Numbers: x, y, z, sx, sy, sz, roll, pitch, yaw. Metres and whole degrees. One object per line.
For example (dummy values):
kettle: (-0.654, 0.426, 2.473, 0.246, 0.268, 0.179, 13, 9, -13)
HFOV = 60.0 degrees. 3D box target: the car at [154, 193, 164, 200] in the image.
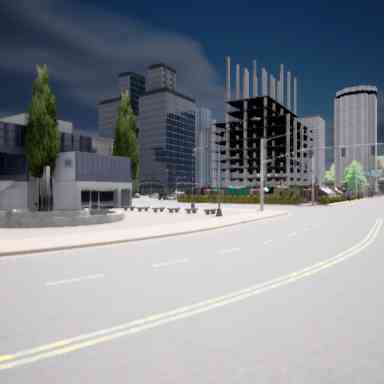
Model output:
car: (-6.728, 1.109, 82.023, 1.905, 1.878, 3.866, 0, 0, 33)

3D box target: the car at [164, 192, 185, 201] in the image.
car: (-4.302, 1.349, 80.443, 1.970, 1.475, 3.806, 0, 0, 33)
